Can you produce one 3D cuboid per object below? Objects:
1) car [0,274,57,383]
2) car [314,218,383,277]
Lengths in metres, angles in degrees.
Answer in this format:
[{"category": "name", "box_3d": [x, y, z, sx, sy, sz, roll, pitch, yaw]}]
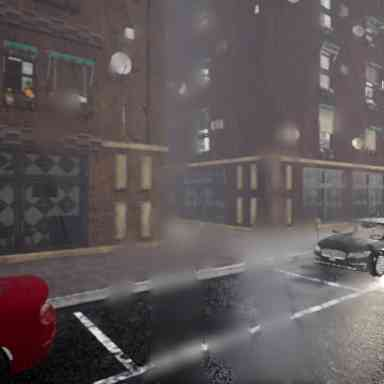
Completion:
[{"category": "car", "box_3d": [-3.793, 1.553, 3.342, 4.507, 1.381, 1.887, 0, 1, -35]}, {"category": "car", "box_3d": [5.440, 1.488, 9.928, 4.403, 1.369, 2.008, 0, 1, -35]}]
